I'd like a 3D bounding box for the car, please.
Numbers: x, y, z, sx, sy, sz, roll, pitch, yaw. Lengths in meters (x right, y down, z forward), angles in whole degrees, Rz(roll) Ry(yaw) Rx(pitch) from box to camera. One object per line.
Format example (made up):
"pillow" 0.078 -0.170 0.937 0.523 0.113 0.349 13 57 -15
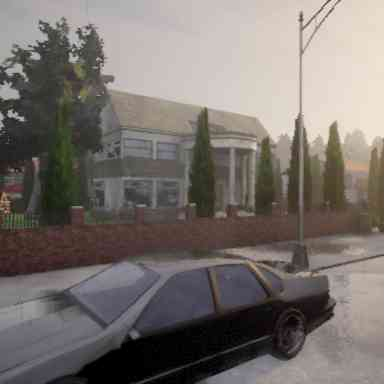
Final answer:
"car" -0.257 1.557 4.425 5.357 1.411 2.033 0 0 -36
